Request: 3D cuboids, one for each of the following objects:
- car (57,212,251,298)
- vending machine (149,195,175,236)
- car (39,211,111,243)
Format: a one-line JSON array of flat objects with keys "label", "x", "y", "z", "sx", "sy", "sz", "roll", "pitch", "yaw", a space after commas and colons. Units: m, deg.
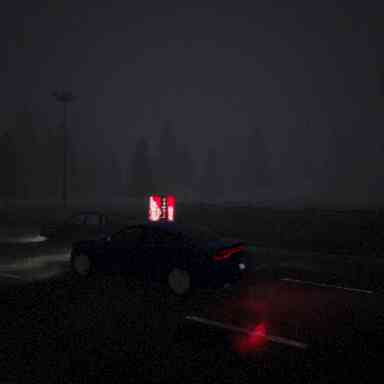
[{"label": "car", "x": -0.995, "y": 1.478, "z": 8.575, "sx": 5.008, "sy": 1.535, "sz": 1.882, "roll": 0, "pitch": 0, "yaw": 32}, {"label": "vending machine", "x": -1.595, "y": 1.195, "z": 17.765, "sx": 0.880, "sy": 2.100, "sz": 1.100, "roll": 0, "pitch": 0, "yaw": 29}, {"label": "car", "x": -4.243, "y": 1.547, "z": 14.636, "sx": 5.357, "sy": 1.411, "sz": 2.033, "roll": 0, "pitch": 0, "yaw": 28}]
